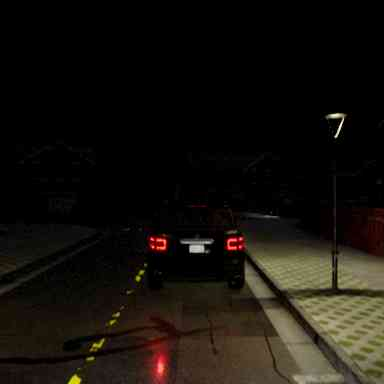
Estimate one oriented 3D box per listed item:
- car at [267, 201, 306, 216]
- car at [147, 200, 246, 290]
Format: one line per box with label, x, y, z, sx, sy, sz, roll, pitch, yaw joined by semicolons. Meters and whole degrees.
car;10.194;1.648;33.089;5.357;1.411;2.033;1;0;-20
car;0.080;1.212;9.229;2.150;2.045;5.566;0;0;0
